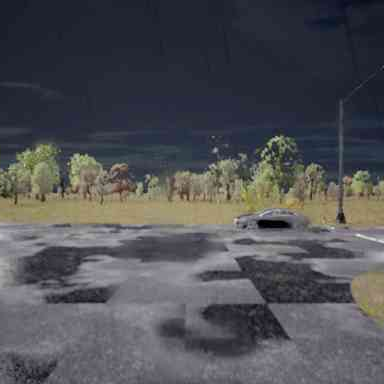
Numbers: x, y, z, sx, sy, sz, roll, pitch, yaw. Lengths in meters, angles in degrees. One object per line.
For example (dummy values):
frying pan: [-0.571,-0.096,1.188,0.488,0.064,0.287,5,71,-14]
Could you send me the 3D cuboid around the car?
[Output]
car: [5.363,1.836,22.199,4.902,1.511,2.128,1,0,0]
